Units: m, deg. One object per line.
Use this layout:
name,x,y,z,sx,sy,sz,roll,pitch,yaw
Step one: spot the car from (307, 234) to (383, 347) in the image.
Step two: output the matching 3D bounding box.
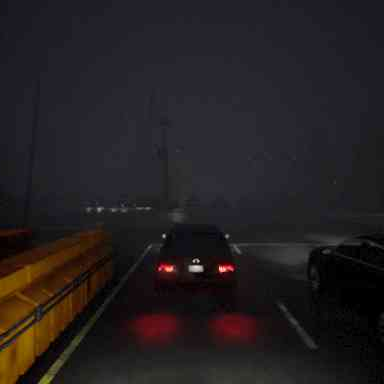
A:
car,3.577,1.492,5.851,2.128,1.511,4.902,0,0,0

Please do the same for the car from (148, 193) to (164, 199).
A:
car,-6.954,1.522,65.688,2.033,1.411,5.357,0,1,0

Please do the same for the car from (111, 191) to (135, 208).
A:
car,-10.499,1.223,49.823,2.150,2.045,5.566,0,0,0

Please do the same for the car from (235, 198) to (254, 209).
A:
car,7.176,1.566,45.733,1.994,1.385,4.181,0,0,0

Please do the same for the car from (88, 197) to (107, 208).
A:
car,-14.004,1.507,49.392,1.837,1.490,4.892,0,0,0

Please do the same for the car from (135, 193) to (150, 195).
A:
car,-10.436,1.492,67.367,2.033,1.411,5.357,0,1,0

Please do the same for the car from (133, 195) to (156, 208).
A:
car,-7.007,1.550,49.250,2.033,1.411,5.357,0,0,0

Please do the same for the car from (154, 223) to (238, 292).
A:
car,0.096,1.548,9.030,2.033,1.411,5.357,0,0,0

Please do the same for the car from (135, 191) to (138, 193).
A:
car,-13.986,0.660,80.123,2.097,1.767,4.553,0,3,0

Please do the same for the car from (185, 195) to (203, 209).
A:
car,0.177,1.507,45.333,1.837,1.490,4.892,0,0,0

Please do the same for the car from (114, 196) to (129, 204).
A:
car,-13.952,1.537,65.775,1.994,1.385,4.181,0,1,0

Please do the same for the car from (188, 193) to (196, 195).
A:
car,0.015,0.861,79.885,1.882,1.535,5.008,0,4,0

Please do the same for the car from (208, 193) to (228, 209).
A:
car,3.676,1.354,44.956,2.097,1.767,4.553,0,0,0

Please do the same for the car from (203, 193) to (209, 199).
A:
car,3.515,0.936,79.904,1.994,1.385,4.181,0,4,0
